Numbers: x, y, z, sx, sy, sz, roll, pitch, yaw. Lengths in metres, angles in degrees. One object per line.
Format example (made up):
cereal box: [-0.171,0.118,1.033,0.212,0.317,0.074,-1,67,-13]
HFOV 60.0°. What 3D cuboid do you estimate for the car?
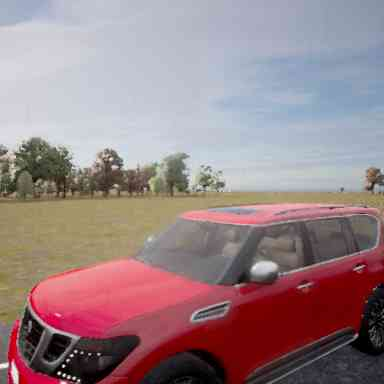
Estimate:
car: [0.712,1.212,4.497,5.566,2.045,2.150,0,0,-35]
